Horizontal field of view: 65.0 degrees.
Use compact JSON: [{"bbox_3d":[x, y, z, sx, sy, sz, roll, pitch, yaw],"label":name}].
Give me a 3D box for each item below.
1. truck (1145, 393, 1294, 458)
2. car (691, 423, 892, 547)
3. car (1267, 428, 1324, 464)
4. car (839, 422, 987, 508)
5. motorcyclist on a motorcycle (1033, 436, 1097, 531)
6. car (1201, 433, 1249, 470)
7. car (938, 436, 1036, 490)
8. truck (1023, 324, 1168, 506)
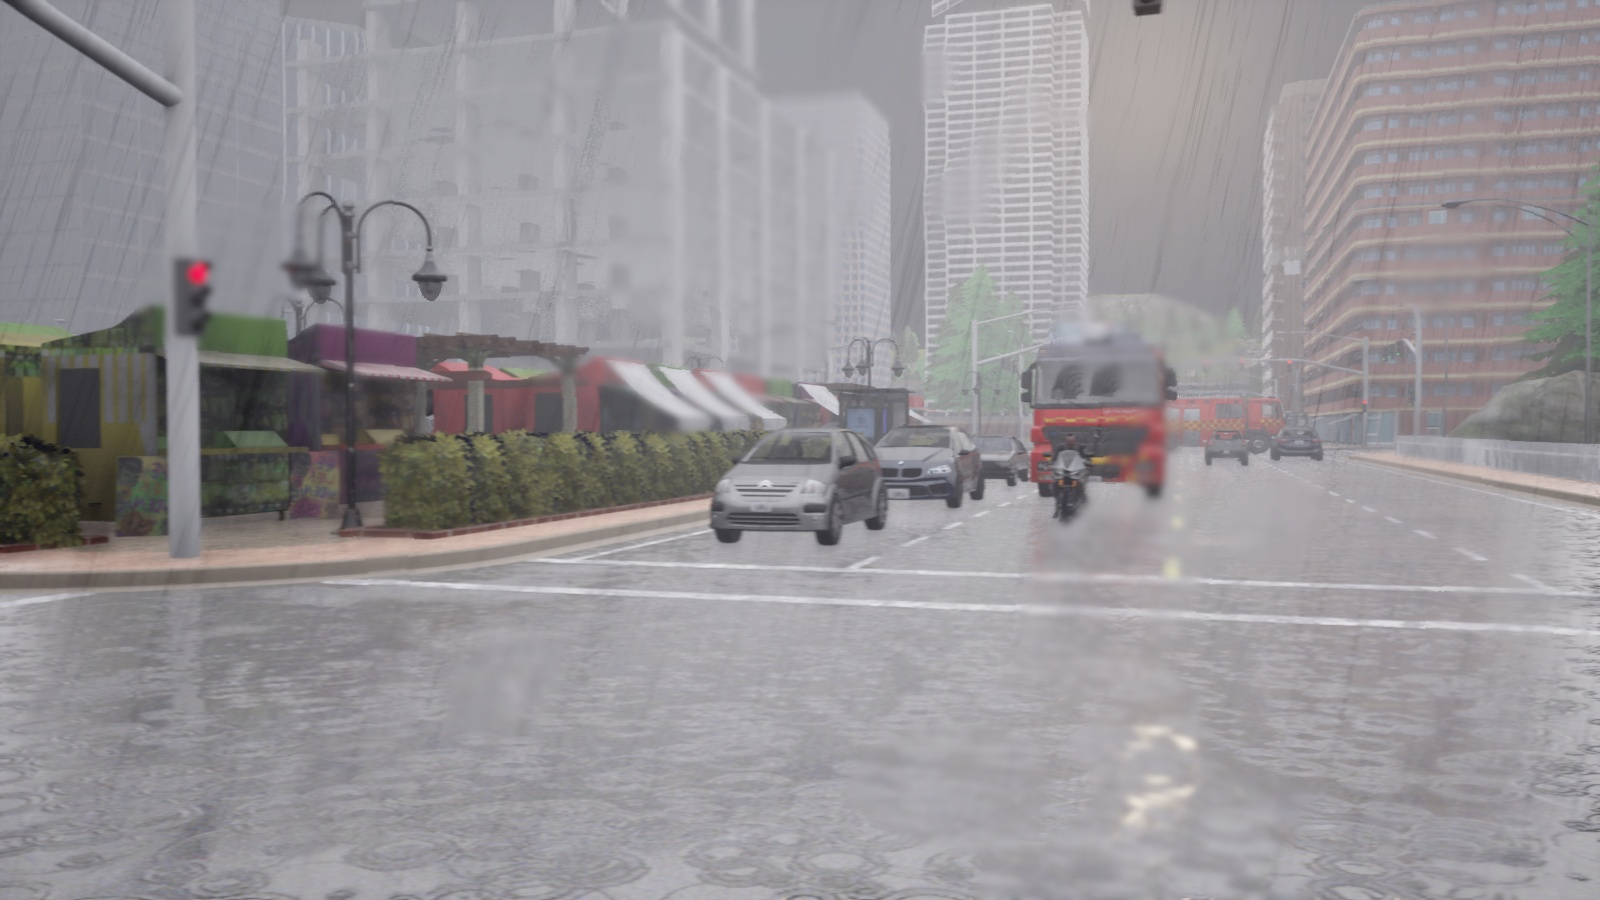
[{"bbox_3d":[25.517,-1.485,76.734,8.468,3.827,2.891,0,1,17],"label":"truck"},{"bbox_3d":[-0.001,0.427,18.585,1.851,1.617,3.988,0,1,17],"label":"car"},{"bbox_3d":[24.312,-0.227,61.747,2.242,1.667,4.611,1,1,17],"label":"car"},{"bbox_3d":[2.528,0.251,26.779,2.242,1.667,4.611,0,1,17],"label":"car"},{"bbox_3d":[4.564,0.534,21.508,0.866,1.530,2.191,0,1,17],"label":"motorcyclist on a motorcycle"},{"bbox_3d":[18.343,0.040,54.276,1.845,1.501,3.633,0,1,17],"label":"car"},{"bbox_3d":[5.516,0.311,36.455,2.033,1.411,5.357,0,1,17],"label":"car"},{"bbox_3d":[7.494,-0.805,30.964,2.891,3.827,8.468,0,1,17],"label":"truck"}]
